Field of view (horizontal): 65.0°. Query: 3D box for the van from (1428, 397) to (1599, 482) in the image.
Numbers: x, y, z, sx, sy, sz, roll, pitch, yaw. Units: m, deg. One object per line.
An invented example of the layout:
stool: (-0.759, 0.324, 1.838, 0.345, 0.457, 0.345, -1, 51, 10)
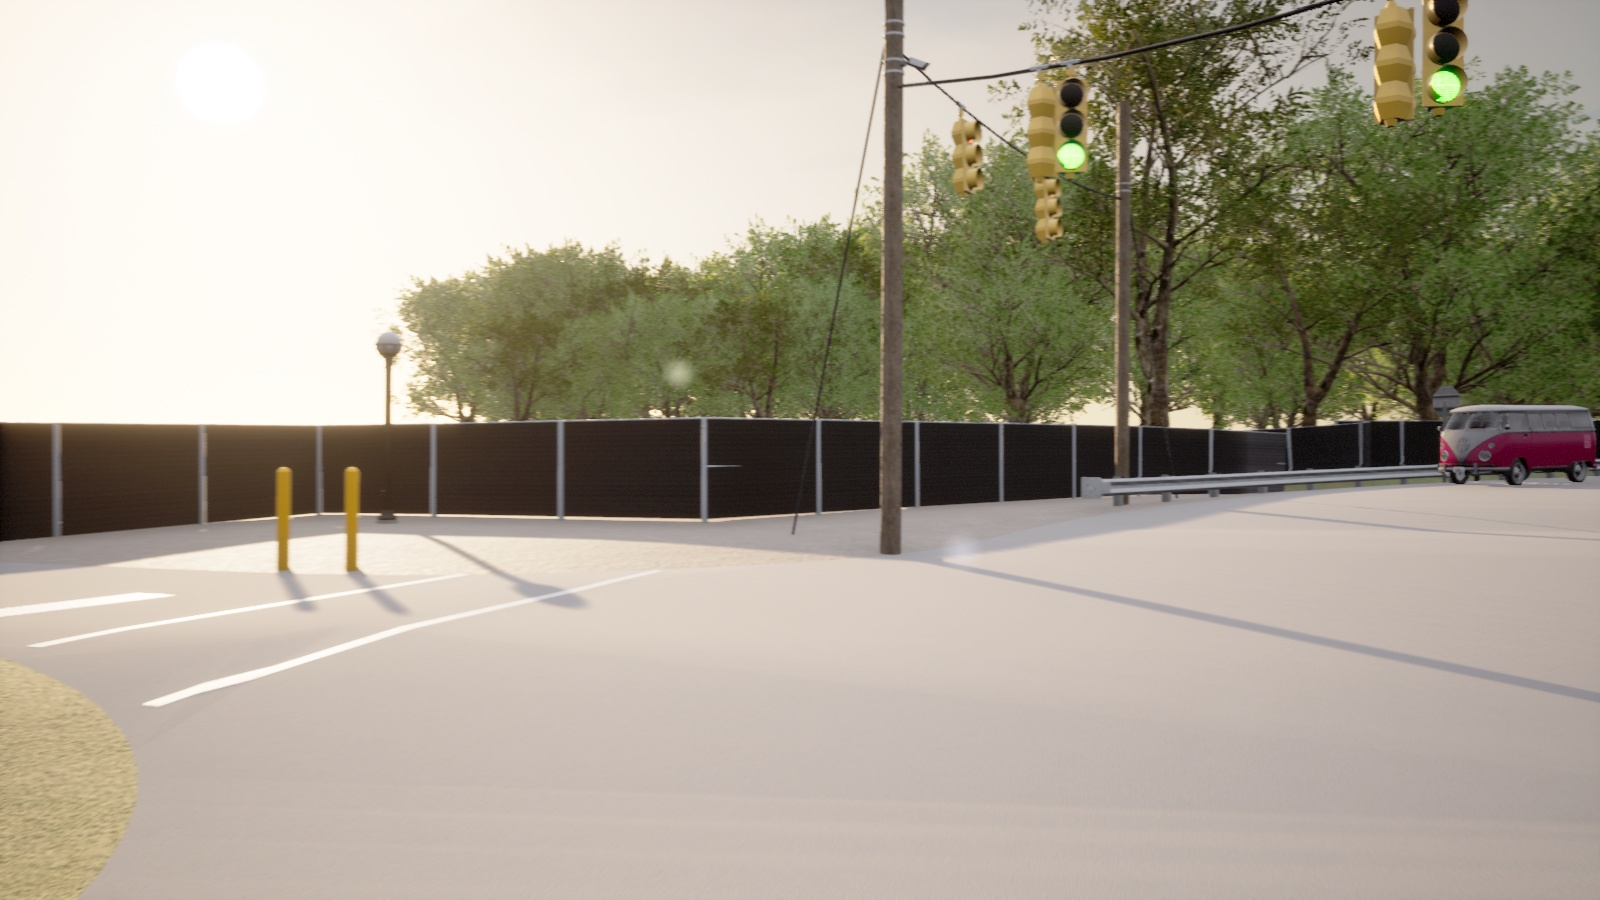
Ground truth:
van: (18.078, -0.284, 31.602, 4.442, 1.987, 1.775, -2, 0, -28)
